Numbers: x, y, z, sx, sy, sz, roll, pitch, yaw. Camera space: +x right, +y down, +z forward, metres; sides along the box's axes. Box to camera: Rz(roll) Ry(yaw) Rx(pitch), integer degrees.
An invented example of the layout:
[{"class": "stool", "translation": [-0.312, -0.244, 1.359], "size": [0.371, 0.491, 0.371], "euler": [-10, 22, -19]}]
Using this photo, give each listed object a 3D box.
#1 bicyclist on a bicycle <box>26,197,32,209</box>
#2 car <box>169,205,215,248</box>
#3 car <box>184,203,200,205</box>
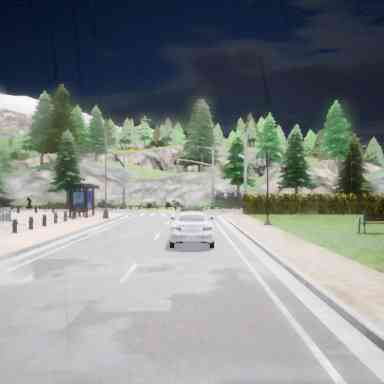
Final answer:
[{"class": "bicyclist on a bicycle", "translation": [-21.651, 1.467, 44.136], "size": [0.582, 1.620, 1.656], "euler": [0, 0, 0]}, {"class": "car", "translation": [0.000, 1.532, 14.650], "size": [1.812, 1.442, 4.674], "euler": [0, 0, 0]}, {"class": "car", "translation": [0.000, 1.615, 29.680], "size": [1.895, 1.301, 4.718], "euler": [0, 0, 0]}]
